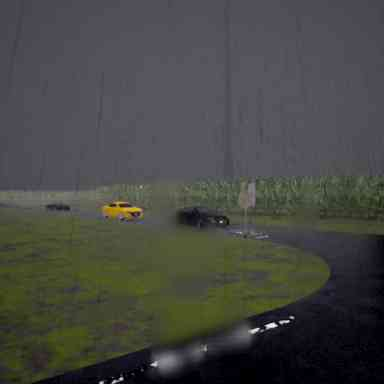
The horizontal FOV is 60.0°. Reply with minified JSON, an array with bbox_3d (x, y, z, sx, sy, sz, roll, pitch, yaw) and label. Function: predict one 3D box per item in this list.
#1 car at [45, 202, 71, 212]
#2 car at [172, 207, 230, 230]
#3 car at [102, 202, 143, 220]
[{"bbox_3d":[-17.422,1.913,43.202,1.895,1.301,4.718,0,-1,-40],"label":"car"},{"bbox_3d":[0.507,1.673,21.950,1.994,1.385,4.181,0,-1,-40],"label":"car"},{"bbox_3d":[-6.329,1.661,30.031,1.882,1.535,5.008,0,-1,-40],"label":"car"}]
